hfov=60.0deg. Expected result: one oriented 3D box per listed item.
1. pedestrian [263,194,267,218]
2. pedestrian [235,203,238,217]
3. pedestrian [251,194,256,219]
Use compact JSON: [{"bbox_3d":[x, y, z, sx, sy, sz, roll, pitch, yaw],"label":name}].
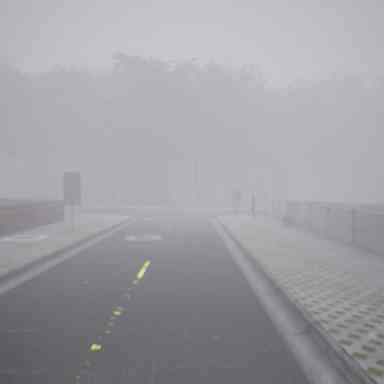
[{"bbox_3d":[5.511,1.024,25.196,0.375,1.860,0.375,-1,2,0],"label":"pedestrian"},{"bbox_3d":[3.511,1.411,25.808,0.500,1.100,0.500,-1,2,0],"label":"pedestrian"},{"bbox_3d":[4.511,1.026,24.596,0.375,1.860,0.375,-1,2,0],"label":"pedestrian"}]
